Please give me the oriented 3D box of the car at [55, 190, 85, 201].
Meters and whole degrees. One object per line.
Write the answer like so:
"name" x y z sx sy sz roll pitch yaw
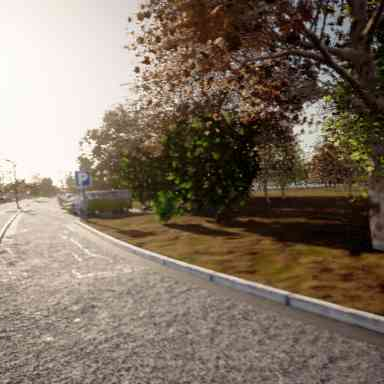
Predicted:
"car" -26.668 0.808 72.853 5.566 2.045 2.435 -4 2 -41

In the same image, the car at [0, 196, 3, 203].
"car" -48.163 2.353 78.401 5.008 1.535 2.097 -6 2 -40

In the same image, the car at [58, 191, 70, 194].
"car" -14.399 0.999 42.621 4.553 1.767 2.185 -4 2 -44

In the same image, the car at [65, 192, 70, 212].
"car" -8.189 0.978 29.178 2.185 1.767 4.553 -2 2 45

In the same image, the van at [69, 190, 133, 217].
"van" -6.960 0.874 26.448 1.878 1.987 4.442 -1 2 44

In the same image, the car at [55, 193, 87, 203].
"car" -22.399 1.099 61.760 5.008 1.535 2.097 -4 2 -41

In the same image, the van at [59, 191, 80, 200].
"van" -30.971 0.797 83.892 4.442 1.987 1.878 -4 2 -41

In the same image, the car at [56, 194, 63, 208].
"car" -10.815 1.121 34.425 5.366 1.575 1.946 -4 2 -45

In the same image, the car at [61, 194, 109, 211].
"car" -11.931 1.158 37.247 4.674 1.452 2.002 -4 2 -44

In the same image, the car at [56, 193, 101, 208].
"car" -15.430 1.110 45.484 5.366 1.575 1.946 -4 2 -43

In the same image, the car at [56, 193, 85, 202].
"car" -24.557 1.083 67.287 4.892 1.521 2.231 -4 2 -41

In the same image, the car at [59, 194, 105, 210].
"car" -13.159 1.162 39.941 4.674 1.452 2.002 -4 2 -44

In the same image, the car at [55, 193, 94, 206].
"car" -17.909 1.120 50.793 5.008 1.535 2.097 -4 2 -43

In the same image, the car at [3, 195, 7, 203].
"car" -49.254 2.094 81.183 5.566 2.045 2.435 -6 3 -40

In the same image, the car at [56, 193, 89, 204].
"car" -20.154 1.140 56.291 4.792 1.488 2.163 -4 2 -42

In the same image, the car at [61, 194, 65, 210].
"car" -9.300 1.095 32.009 1.946 1.575 5.366 -2 2 45

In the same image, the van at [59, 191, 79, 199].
"van" -33.074 0.775 89.464 4.442 1.987 1.878 -4 2 -40

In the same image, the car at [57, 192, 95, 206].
"car" -16.721 0.995 48.086 4.553 1.767 2.185 -4 2 -43

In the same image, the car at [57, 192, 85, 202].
"car" -23.508 0.967 64.500 4.553 1.767 2.185 -4 2 -41
